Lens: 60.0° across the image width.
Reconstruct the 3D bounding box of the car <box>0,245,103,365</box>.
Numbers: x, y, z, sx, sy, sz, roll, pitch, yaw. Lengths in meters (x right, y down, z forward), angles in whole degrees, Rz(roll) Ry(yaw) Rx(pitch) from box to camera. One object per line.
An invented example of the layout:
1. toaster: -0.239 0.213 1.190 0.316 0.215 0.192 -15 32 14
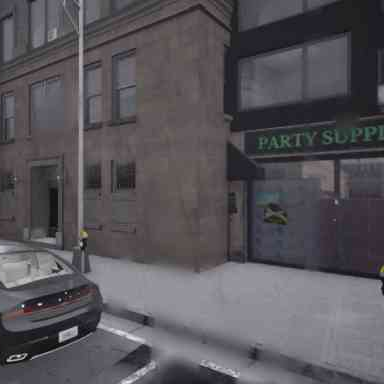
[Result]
1. car: -3.330 1.550 5.452 4.403 1.369 2.008 0 0 35
